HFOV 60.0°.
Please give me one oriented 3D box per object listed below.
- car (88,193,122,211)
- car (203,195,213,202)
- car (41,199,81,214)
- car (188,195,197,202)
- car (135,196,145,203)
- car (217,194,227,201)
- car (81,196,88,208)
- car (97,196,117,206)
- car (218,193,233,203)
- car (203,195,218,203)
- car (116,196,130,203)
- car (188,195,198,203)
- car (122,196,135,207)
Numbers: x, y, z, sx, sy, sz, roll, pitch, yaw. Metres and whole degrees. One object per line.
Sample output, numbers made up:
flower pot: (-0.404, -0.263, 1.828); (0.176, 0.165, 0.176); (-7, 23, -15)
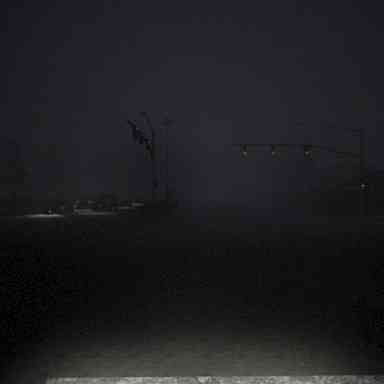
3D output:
car: (-10.544, 1.201, 40.769); (2.150, 2.045, 5.566); (0, 0, 0)
car: (3.632, 1.481, 78.209); (2.128, 1.511, 4.902); (0, 0, 0)
car: (-14.041, 1.530, 35.479); (2.033, 1.411, 5.357); (0, 0, 0)
car: (0.132, 1.509, 78.181); (1.994, 1.385, 4.181); (0, 0, 0)
car: (-10.414, 1.456, 65.851); (2.128, 1.511, 4.902); (0, 0, 1)
car: (7.137, 1.310, 80.165); (2.097, 1.767, 4.553); (0, 0, 1)
car: (-14.021, 1.329, 44.908); (2.097, 1.767, 4.553); (0, 0, 0)
car: (-13.992, 1.448, 55.030); (1.882, 1.535, 5.008); (0, 0, 0)
car: (7.209, 1.185, 69.803); (2.150, 2.045, 5.566); (0, 0, 0)
car: (3.714, 1.467, 67.809); (1.837, 1.490, 4.892); (0, 0, 0)
car: (-13.895, 1.489, 67.062); (1.812, 1.442, 4.674); (0, 0, 1)
car: (0.215, 1.467, 68.108); (1.837, 1.490, 4.892); (0, 0, 0)
car: (-10.508, 1.498, 51.221); (1.812, 1.442, 4.674); (0, 0, 0)
